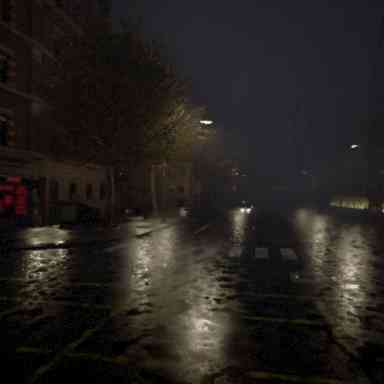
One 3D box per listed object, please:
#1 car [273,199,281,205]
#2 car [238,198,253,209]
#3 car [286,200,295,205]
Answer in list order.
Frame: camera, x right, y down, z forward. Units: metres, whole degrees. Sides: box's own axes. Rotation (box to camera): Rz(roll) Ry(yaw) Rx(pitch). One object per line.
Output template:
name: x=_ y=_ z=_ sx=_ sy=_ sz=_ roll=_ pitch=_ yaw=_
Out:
car: x=22.338 y=2.641 z=87.585 sx=1.812 sy=1.442 sz=4.674 roll=0 pitch=-1 yaw=11
car: x=10.347 y=2.381 z=63.102 sx=2.128 sy=1.511 sz=4.902 roll=0 pitch=-1 yaw=12
car: x=25.773 y=2.669 z=86.913 sx=2.033 sy=1.411 sz=5.357 roll=0 pitch=-1 yaw=11
